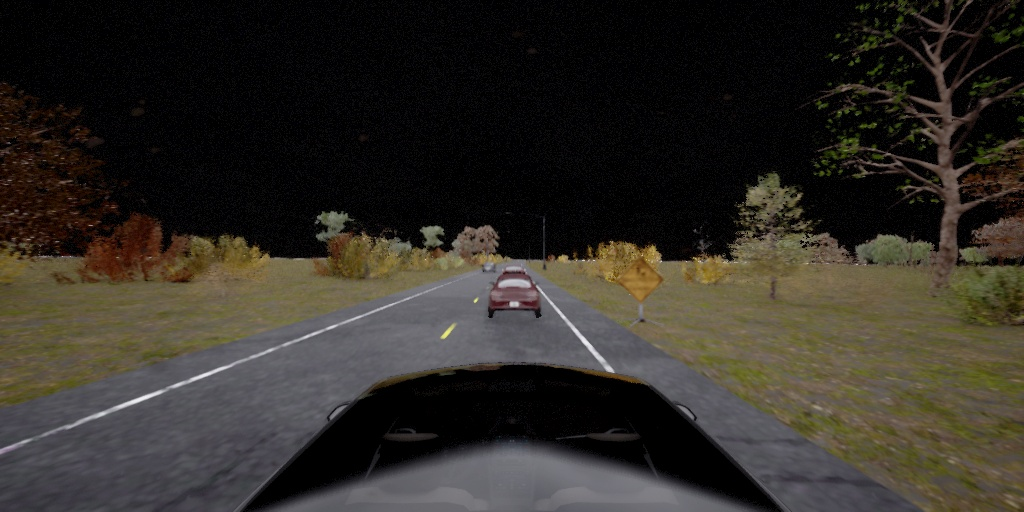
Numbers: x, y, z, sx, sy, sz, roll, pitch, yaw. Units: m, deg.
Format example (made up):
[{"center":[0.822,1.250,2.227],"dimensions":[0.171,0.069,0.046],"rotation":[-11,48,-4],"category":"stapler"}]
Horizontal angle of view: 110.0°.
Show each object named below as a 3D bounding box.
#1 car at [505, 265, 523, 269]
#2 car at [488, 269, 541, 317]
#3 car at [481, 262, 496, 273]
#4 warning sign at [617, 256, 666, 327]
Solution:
[{"center":[0.164,1.464,29.239],"dimensions":[1.882,1.535,5.008],"rotation":[0,-1,1],"category":"car"},{"center":[0.094,1.378,13.634],"dimensions":[1.812,1.442,4.674],"rotation":[0,0,0],"category":"car"},{"center":[-3.297,1.680,52.009],"dimensions":[2.128,1.511,4.902],"rotation":[0,-1,1],"category":"car"},{"center":[3.559,0.936,9.877],"dimensions":[1.300,1.860,1.060],"rotation":[0,0,0],"category":"warning sign"}]
